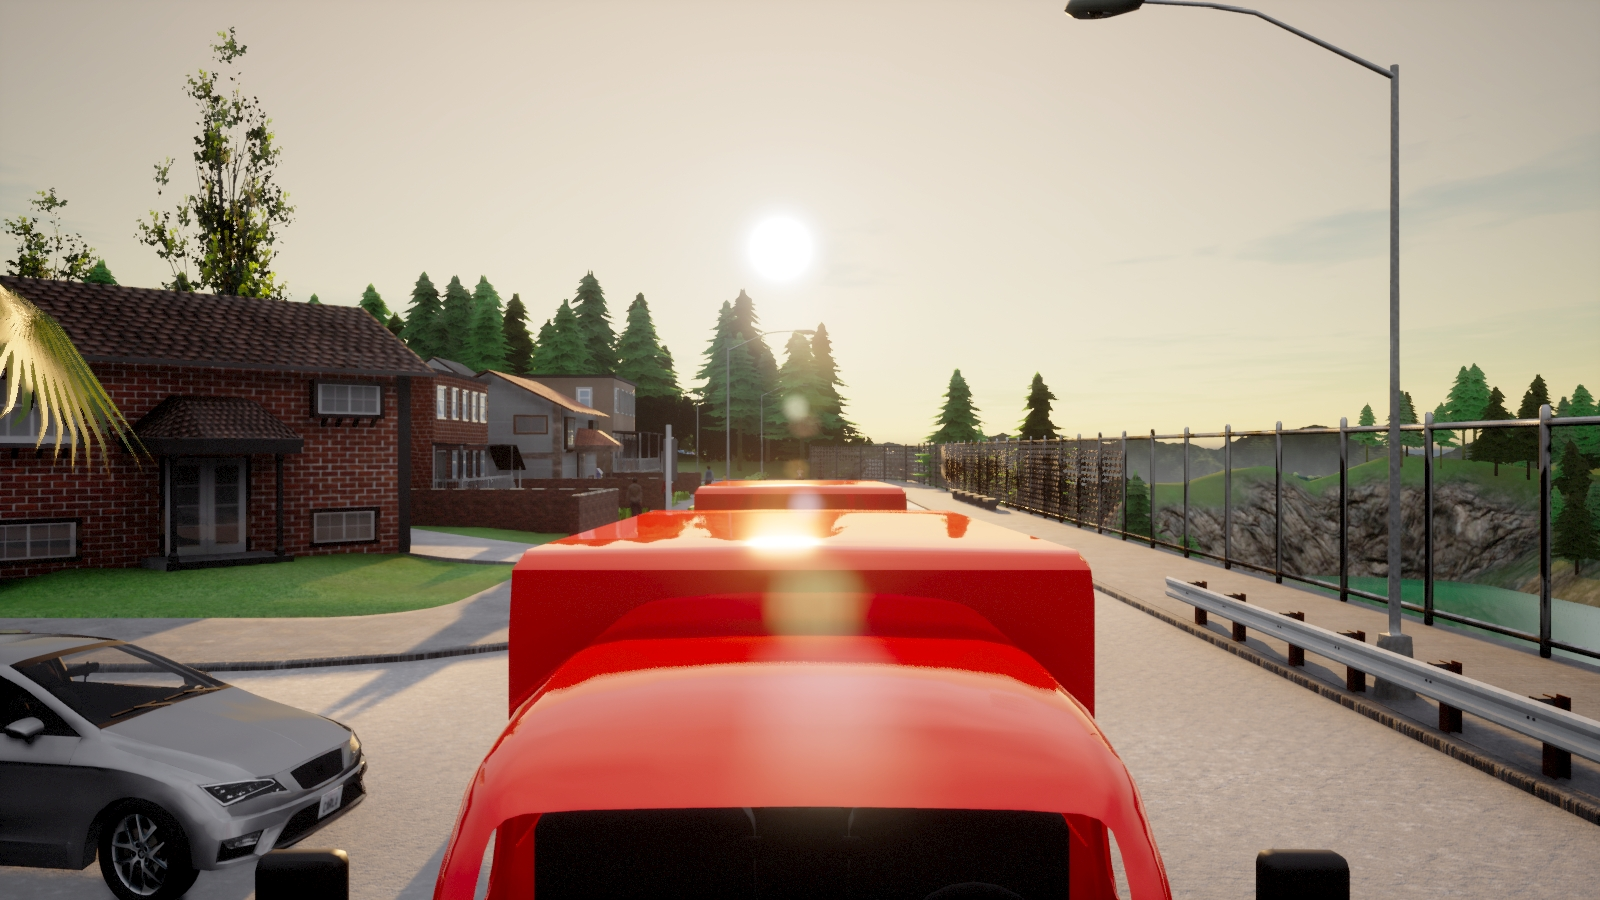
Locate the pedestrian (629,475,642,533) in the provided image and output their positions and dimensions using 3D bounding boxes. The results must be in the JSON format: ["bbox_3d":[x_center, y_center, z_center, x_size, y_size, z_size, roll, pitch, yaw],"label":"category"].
[{"bbox_3d":[-5.361,1.760,37.322,0.375,1.860,0.375,0,0,0],"label":"pedestrian"}]

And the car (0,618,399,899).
[{"bbox_3d":[-5.218,2.069,7.982,4.193,1.474,1.816,0,0,8],"label":"car"}]

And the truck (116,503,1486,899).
[{"bbox_3d":[0.003,1.571,4.792,2.627,2.467,5.204,0,0,0],"label":"truck"}]

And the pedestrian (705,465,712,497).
[{"bbox_3d":[-5.294,1.772,65.957,0.375,1.860,0.375,0,0,0],"label":"pedestrian"}]

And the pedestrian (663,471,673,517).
[{"bbox_3d":[-5.304,1.764,45.882,0.375,1.860,0.375,0,0,0],"label":"pedestrian"}]
